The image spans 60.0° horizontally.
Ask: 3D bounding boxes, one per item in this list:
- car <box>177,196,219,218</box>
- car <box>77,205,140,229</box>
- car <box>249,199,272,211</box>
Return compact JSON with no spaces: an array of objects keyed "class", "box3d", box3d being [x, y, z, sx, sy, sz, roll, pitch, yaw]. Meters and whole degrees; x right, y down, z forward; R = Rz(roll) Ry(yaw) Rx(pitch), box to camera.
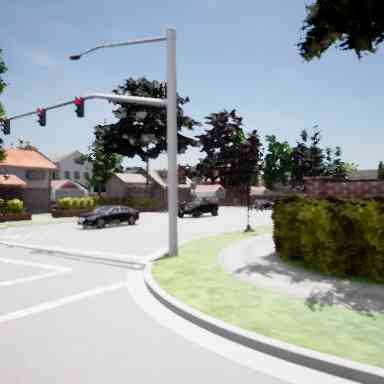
[{"class":"car","box3d":[0.609,1.464,33.059,2.150,2.045,5.566,-1,0,35]},{"class":"car","box3d":[-5.882,1.735,23.802,2.128,1.511,4.902,-1,-1,35]},{"class":"car","box3d":[9.433,1.736,45.608,2.128,1.511,4.902,-1,-1,35]}]
